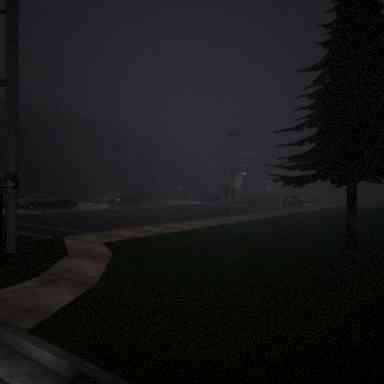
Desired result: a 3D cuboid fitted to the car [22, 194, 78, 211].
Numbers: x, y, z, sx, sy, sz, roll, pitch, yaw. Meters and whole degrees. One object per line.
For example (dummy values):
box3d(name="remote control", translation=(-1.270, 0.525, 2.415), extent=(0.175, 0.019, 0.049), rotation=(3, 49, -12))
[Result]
box3d(name="car", translation=(-14.001, 1.142, 33.437), extent=(1.895, 1.301, 4.718), rotation=(1, 1, 35))

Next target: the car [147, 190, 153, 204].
box3d(name="car", translation=(-8.076, 0.709, 48.012), extent=(2.150, 2.045, 5.566), rotation=(1, 1, 36))

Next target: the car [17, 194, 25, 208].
box3d(name="car", translation=(-16.548, 0.967, 35.894), extent=(1.882, 1.535, 5.008), rotation=(1, 1, 35))

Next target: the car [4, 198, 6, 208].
box3d(name="car", translation=(-19.750, 0.963, 37.424), extent=(1.812, 1.442, 4.674), rotation=(1, 1, 35))

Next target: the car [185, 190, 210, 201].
box3d(name="car", translation=(1.756, 0.697, 61.958), extent=(2.150, 2.045, 5.566), rotation=(1, 0, 35))

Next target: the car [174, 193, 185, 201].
box3d(name="car", translation=(-1.218, 0.980, 63.822), extent=(2.033, 1.411, 5.357), rotation=(1, 1, 35))

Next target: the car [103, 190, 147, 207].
box3d(name="car", translation=(-8.351, 0.894, 41.522), extent=(2.097, 1.767, 4.553), rotation=(1, 0, 35))

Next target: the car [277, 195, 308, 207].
box3d(name="car", translation=(14.537, 1.254, 47.863), extent=(2.128, 1.511, 4.902), rotation=(1, 1, 35))

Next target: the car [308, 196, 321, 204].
box3d(name="car", translation=(20.321, 1.324, 56.241), extent=(1.994, 1.385, 4.181), rotation=(1, 1, 35))

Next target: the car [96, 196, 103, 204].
box3d(name="car", translation=(-11.797, 0.913, 48.803), extent=(1.882, 1.535, 5.008), rotation=(1, 1, 35))

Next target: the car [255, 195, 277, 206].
box3d(name="car", translation=(11.687, 1.188, 49.894), extent=(1.882, 1.535, 5.008), rotation=(1, 1, 35))

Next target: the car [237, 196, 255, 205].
box3d(name="car", translation=(8.844, 1.259, 51.939), extent=(1.895, 1.301, 4.718), rotation=(1, 1, 36))

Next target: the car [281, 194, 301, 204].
box3d(name="car", translation=(17.461, 1.185, 58.255), extent=(1.882, 1.535, 5.008), rotation=(1, 1, 35))

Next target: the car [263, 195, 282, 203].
box3d(name="car", translation=(14.575, 1.219, 60.237), extent=(1.994, 1.385, 4.181), rotation=(1, 1, 35))

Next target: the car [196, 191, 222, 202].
box3d(name="car", translation=(3.390, 1.030, 58.223), extent=(2.128, 1.511, 4.902), rotation=(1, 0, 35))
